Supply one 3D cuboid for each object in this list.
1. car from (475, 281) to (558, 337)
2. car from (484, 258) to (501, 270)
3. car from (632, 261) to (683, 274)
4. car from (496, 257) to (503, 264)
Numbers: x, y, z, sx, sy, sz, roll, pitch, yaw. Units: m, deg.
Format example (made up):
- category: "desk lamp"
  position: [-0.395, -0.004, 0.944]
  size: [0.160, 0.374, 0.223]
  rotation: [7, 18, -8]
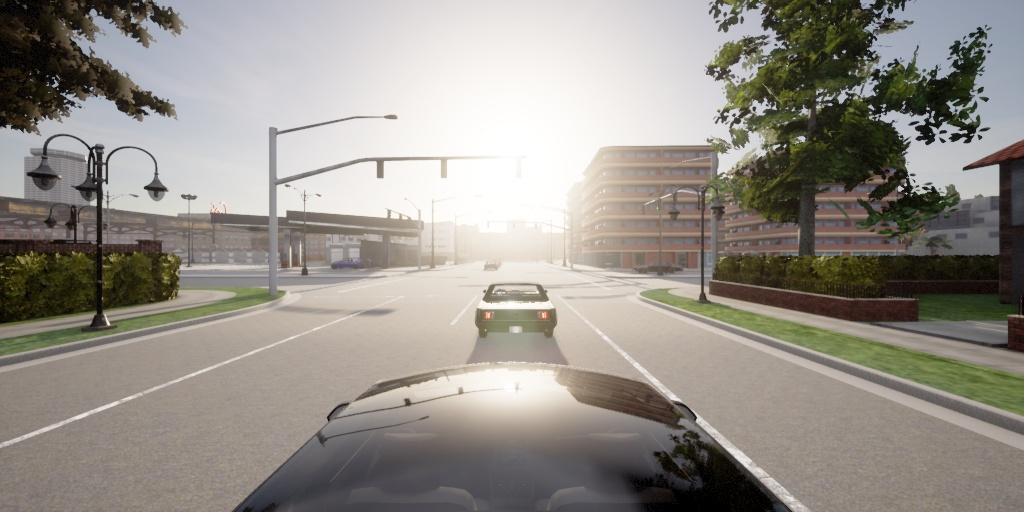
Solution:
- category: "car"
  position: [0.098, 1.351, 10.227]
  size: [1.895, 1.301, 4.718]
  rotation: [0, 0, 0]
- category: "car"
  position: [-3.054, 1.351, 52.558]
  size: [1.895, 1.301, 4.718]
  rotation: [0, 0, -1]
- category: "car"
  position: [16.639, 1.297, 41.043]
  size: [5.357, 1.411, 2.033]
  rotation: [0, 0, 1]
- category: "car"
  position: [-3.146, 1.314, 62.473]
  size: [1.994, 1.385, 4.181]
  rotation: [0, 0, 0]
